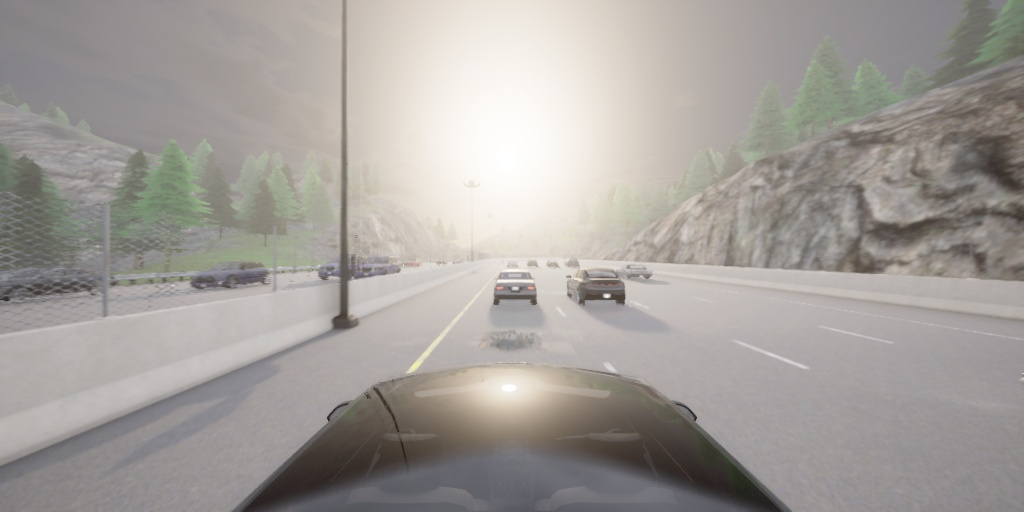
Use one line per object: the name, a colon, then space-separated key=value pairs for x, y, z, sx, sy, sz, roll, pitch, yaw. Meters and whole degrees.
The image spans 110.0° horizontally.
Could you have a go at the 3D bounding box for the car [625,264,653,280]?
car: x=10.605 y=1.356 z=31.592 sx=1.895 sy=1.301 sz=4.718 roll=0 pitch=0 yaw=0

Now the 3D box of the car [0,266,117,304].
car: x=-21.088 y=1.231 z=16.192 sx=2.128 sy=1.511 sz=4.902 roll=0 pitch=0 yaw=0

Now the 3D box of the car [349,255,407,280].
car: x=-10.584 y=0.964 z=28.853 sx=2.150 sy=2.045 sz=5.566 roll=0 pitch=0 yaw=0

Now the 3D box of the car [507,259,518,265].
car: x=0.111 y=1.274 z=64.911 sx=1.812 sy=1.442 sz=4.674 roll=0 pitch=0 yaw=0

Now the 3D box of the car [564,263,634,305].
car: x=3.604 y=1.257 z=16.021 sx=1.837 sy=1.490 sz=4.892 roll=0 pitch=0 yaw=0

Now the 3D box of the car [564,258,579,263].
car: x=10.612 y=1.106 z=63.894 sx=2.097 sy=1.767 sz=4.553 roll=0 pitch=0 yaw=0

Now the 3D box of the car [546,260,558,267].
car: x=7.109 y=1.353 z=64.249 sx=1.895 sy=1.301 sz=4.718 roll=0 pitch=0 yaw=0

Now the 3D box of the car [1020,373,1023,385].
car: x=6.989 y=1.355 z=2.068 sx=1.895 sy=1.301 sz=4.718 roll=0 pitch=0 yaw=1

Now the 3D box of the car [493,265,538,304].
car: x=0.123 y=1.298 z=16.281 sx=2.033 sy=1.411 sz=5.357 roll=0 pitch=0 yaw=0

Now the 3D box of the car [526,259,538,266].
car: x=3.609 y=1.255 z=64.787 sx=1.837 sy=1.490 sz=4.892 roll=0 pitch=0 yaw=0

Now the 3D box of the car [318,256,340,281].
car: x=-14.071 y=0.966 z=30.441 sx=2.150 sy=2.045 sz=5.566 roll=0 pitch=0 yaw=0

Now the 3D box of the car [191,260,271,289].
car: x=-17.583 y=1.091 z=22.697 sx=2.097 sy=1.767 sz=4.553 roll=0 pitch=0 yaw=0
